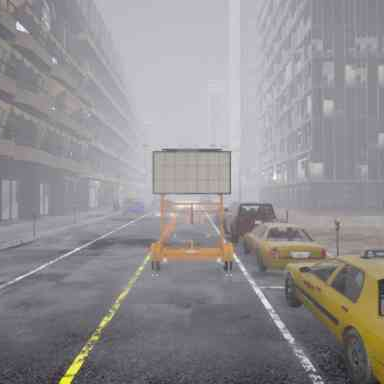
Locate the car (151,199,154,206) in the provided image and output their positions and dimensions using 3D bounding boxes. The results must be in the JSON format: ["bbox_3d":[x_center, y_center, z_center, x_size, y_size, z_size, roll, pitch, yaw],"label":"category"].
[{"bbox_3d":[-5.683,1.665,54.621,1.802,1.307,4.206,1,0,0],"label":"car"}]

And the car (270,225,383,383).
[{"bbox_3d":[2.702,1.528,5.086,1.752,1.417,4.829,1,0,0],"label":"car"}]

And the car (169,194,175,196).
[{"bbox_3d":[-5.685,1.722,82.235,1.887,1.381,4.507,1,0,0],"label":"car"}]

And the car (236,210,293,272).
[{"bbox_3d":[2.702,1.532,10.609,1.752,1.417,4.829,1,0,0],"label":"car"}]

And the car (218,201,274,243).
[{"bbox_3d":[2.705,1.326,15.961,2.192,1.841,5.009,1,0,0],"label":"car"}]

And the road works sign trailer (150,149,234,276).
[{"bbox_3d":[-0.001,0.471,10.314,2.380,3.560,2.880,0,0,0],"label":"road works sign trailer"}]

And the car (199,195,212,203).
[{"bbox_3d":[2.697,1.666,60.144,1.947,1.339,4.313,1,0,0],"label":"car"}]

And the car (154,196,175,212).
[{"bbox_3d":[-3.003,1.521,39.015,1.882,1.535,5.008,0,0,0],"label":"car"}]

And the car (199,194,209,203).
[{"bbox_3d":[2.698,1.471,76.714,2.192,1.841,5.009,1,0,0],"label":"car"}]

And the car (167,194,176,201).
[{"bbox_3d":[-5.684,1.542,93.282,2.192,1.841,5.009,1,0,0],"label":"car"}]

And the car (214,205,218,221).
[{"bbox_3d":[2.700,1.582,21.484,1.947,1.339,4.313,1,0,0],"label":"car"}]

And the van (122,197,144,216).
[{"bbox_3d":[-5.677,1.373,32.531,1.690,1.788,3.998,1,0,0],"label":"van"}]

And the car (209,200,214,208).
[{"bbox_3d":[2.700,1.568,27.008,1.887,1.381,4.507,1,0,0],"label":"car"}]
